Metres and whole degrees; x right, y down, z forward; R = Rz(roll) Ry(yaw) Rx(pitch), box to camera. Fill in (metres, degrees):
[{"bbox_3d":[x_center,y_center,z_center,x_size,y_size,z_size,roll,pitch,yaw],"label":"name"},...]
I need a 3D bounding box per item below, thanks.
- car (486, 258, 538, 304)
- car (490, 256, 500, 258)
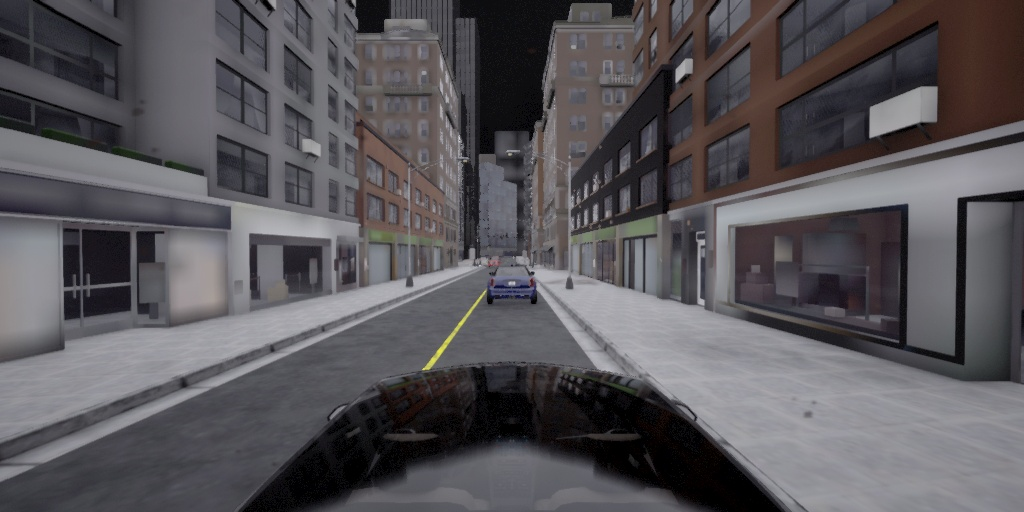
[{"bbox_3d":[0.000,1.116,16.472,2.097,1.767,4.553,0,0,0],"label":"car"},{"bbox_3d":[-2.999,1.097,62.474,2.150,2.045,5.566,0,0,0],"label":"car"}]
